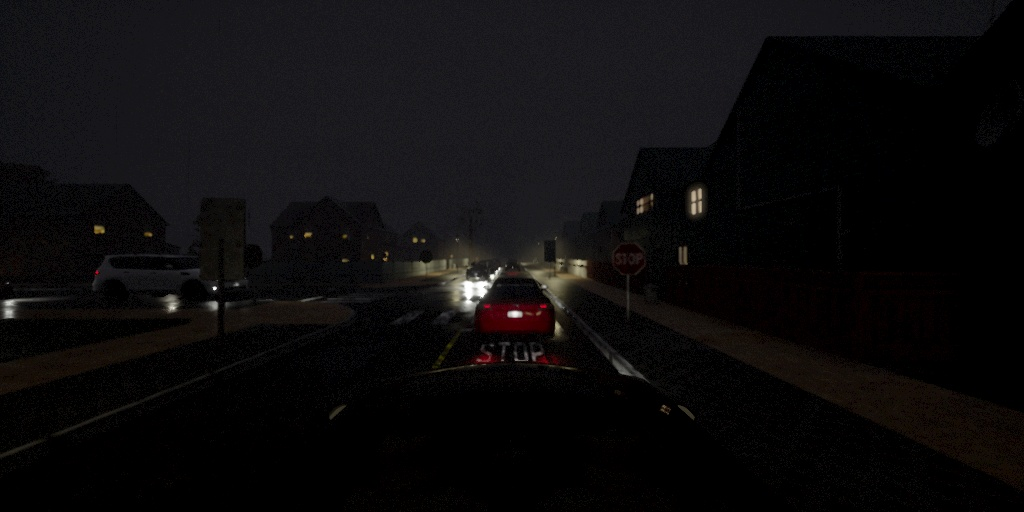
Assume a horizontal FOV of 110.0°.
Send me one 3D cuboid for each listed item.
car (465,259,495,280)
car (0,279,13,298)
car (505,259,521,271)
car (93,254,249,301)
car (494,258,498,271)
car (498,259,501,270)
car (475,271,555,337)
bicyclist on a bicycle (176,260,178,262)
[{"bbox_3d":[-2.849,1.190,30.795,2.128,1.511,4.902,0,0,0],"label":"car"},{"bbox_3d":[-25.266,1.226,15.828,4.674,1.442,1.812,0,-1,0],"label":"car"},{"bbox_3d":[0.099,1.177,47.518,1.837,1.490,4.892,0,0,0],"label":"car"},{"bbox_3d":[-14.967,0.927,15.901,5.566,2.045,2.150,0,-1,-1],"label":"car"},{"bbox_3d":[-2.845,1.162,40.112,1.882,1.535,5.008,0,0,0],"label":"car"},{"bbox_3d":[-2.840,1.195,50.174,1.812,1.442,4.674,0,0,0],"label":"car"},{"bbox_3d":[0.092,1.298,10.210,1.994,1.385,4.181,0,0,1],"label":"car"},{"bbox_3d":[-20.212,1.058,21.722,0.582,1.620,1.656,0,0,0],"label":"bicyclist on a bicycle"}]
